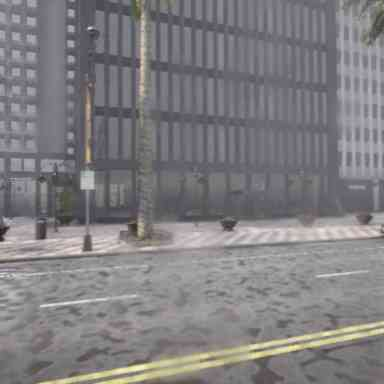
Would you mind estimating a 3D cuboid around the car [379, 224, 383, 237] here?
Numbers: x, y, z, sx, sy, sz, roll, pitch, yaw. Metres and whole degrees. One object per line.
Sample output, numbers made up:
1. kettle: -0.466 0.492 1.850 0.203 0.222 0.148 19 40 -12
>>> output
1. car: 12.485 1.822 18.100 4.892 1.521 2.231 0 -1 -20
